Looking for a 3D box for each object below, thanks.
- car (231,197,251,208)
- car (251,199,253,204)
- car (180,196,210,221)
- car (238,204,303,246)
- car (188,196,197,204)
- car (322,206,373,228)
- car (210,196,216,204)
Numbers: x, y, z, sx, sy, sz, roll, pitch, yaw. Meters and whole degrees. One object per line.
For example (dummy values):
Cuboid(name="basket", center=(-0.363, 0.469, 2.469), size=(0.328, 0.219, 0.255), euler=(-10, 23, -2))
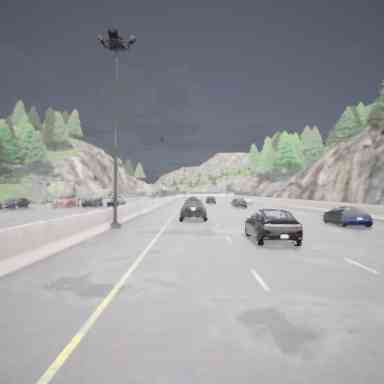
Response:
Cuboid(name="car", center=(7.092, 1.615, 50.401), size=(2.033, 1.411, 5.357), euler=(0, 0, -1))
Cuboid(name="car", center=(10.605, 1.623, 64.644), size=(1.812, 1.442, 4.674), euler=(0, 0, 0))
Cuboid(name="car", center=(0.106, 1.360, 27.542), size=(2.097, 1.767, 4.553), euler=(0, 0, 0))
Cuboid(name="car", center=(3.597, 1.523, 15.325), size=(2.128, 1.511, 4.902), euler=(0, 0, 0))
Cuboid(name="car", center=(0.104, 1.523, 65.424), size=(1.837, 1.490, 4.892), euler=(0, 0, 0))
Cuboid(name="car", center=(10.603, 1.651, 23.009), size=(1.994, 1.385, 4.181), euler=(0, 0, 0))
Cuboid(name="car", center=(3.603, 1.550, 65.344), size=(1.837, 1.490, 4.892), euler=(0, 0, 0))
